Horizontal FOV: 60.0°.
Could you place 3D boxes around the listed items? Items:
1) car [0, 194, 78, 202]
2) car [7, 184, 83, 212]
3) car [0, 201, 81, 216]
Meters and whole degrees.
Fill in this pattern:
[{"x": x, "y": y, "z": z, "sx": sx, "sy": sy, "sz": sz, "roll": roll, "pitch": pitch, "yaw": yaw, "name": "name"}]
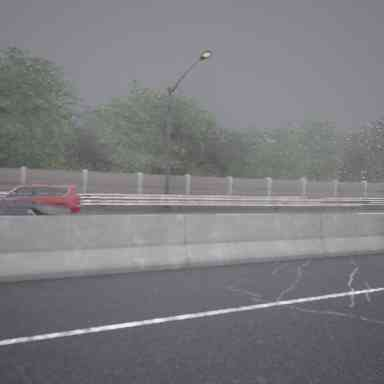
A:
[{"x": -8.358, "y": 0.986, "z": 15.485, "sx": 5.357, "sy": 1.411, "sz": 2.033, "roll": 1, "pitch": 1, "yaw": -24, "name": "car"}, {"x": -9.153, "y": 0.569, "z": 18.947, "sx": 5.566, "sy": 2.045, "sz": 2.150, "roll": 1, "pitch": 1, "yaw": -24, "name": "car"}, {"x": -6.791, "y": 1.146, "z": 12.353, "sx": 4.718, "sy": 1.301, "sz": 1.895, "roll": 1, "pitch": 1, "yaw": -24, "name": "car"}]
